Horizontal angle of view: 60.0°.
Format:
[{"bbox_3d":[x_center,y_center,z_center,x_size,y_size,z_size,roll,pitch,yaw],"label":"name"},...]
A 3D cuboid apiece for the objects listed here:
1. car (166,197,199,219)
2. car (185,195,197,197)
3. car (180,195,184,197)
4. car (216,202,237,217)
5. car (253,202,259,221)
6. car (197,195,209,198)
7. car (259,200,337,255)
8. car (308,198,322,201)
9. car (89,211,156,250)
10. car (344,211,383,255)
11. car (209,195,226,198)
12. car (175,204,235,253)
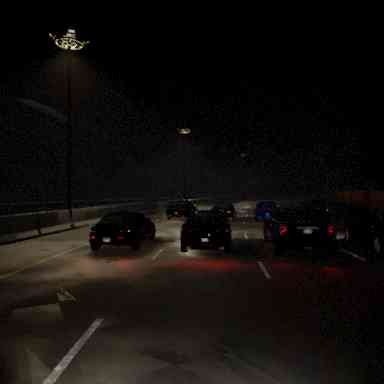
[{"bbox_3d":[-0.791,1.485,28.498,1.882,1.535,5.008,0,0,11],"label":"car"},{"bbox_3d":[0.834,1.415,83.612,2.033,1.411,5.357,0,0,29],"label":"car"},{"bbox_3d":[-2.200,1.465,85.355,1.895,1.301,4.718,0,0,29],"label":"car"},{"bbox_3d":[2.648,1.563,27.846,2.033,1.411,5.357,0,0,11],"label":"car"},{"bbox_3d":[6.086,1.485,27.195,1.882,1.535,5.008,0,0,11],"label":"car"},{"bbox_3d":[3.854,1.406,81.842,2.128,1.511,4.902,0,0,29],"label":"car"},{"bbox_3d":[4.145,1.366,13.453,2.097,1.767,4.553,0,0,5],"label":"car"},{"bbox_3d":[9.520,1.366,26.514,2.097,1.767,4.553,0,0,11],"label":"car"},{"bbox_3d":[-2.821,1.533,14.137,1.812,1.442,4.674,0,0,5],"label":"car"},{"bbox_3d":[7.633,1.516,13.156,1.837,1.490,4.892,0,0,5],"label":"car"},{"bbox_3d":[6.874,1.427,80.073,2.033,1.411,5.357,0,0,29],"label":"car"},{"bbox_3d":[0.663,1.485,13.810,1.882,1.535,5.008,0,0,5],"label":"car"}]
